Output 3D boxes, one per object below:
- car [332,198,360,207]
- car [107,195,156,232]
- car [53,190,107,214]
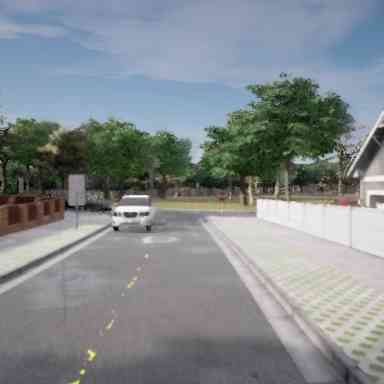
[{"bbox_3d":[16.950,1.721,33.632,5.566,2.045,2.150,1,1,-5],"label":"car"},{"bbox_3d":[-3.419,1.199,20.434,2.150,2.045,5.566,0,0,-3],"label":"car"},{"bbox_3d":[-10.278,1.002,31.211,5.566,2.045,2.150,4,0,-5],"label":"car"}]
